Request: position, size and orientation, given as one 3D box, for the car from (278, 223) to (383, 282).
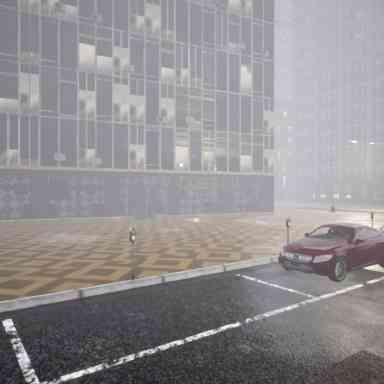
[{"bbox_3d":[4.325,1.579,9.657,4.206,1.307,1.802,0,0,-36],"label":"car"}]
